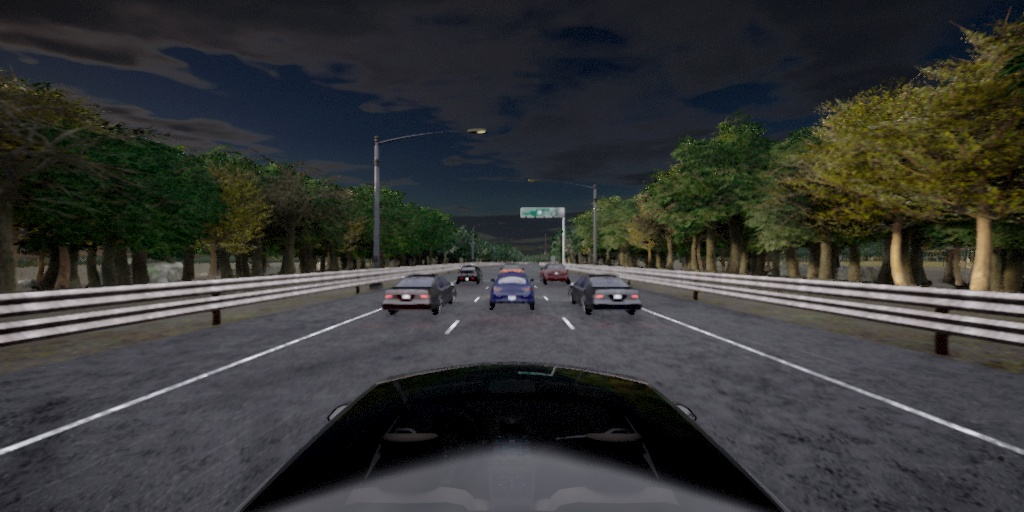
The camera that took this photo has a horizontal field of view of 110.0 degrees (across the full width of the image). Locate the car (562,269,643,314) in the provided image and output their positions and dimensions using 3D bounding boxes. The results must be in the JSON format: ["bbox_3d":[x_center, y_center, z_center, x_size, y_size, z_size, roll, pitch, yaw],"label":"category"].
[{"bbox_3d":[3.505,1.428,14.378,2.033,1.411,5.357,0,-1,0],"label":"car"}]

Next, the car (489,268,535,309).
[{"bbox_3d":[0.020,1.420,15.753,1.812,1.442,4.674,0,0,0],"label":"car"}]

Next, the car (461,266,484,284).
[{"bbox_3d":[-3.488,1.560,30.347,1.837,1.490,4.892,0,0,0],"label":"car"}]

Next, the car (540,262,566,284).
[{"bbox_3d":[3.512,1.403,30.273,2.097,1.767,4.553,0,-1,0],"label":"car"}]

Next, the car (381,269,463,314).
[{"bbox_3d":[-3.495,1.428,14.381,2.033,1.411,5.357,0,-1,0],"label":"car"}]

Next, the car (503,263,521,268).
[{"bbox_3d":[0.012,1.403,30.272,2.097,1.767,4.553,0,-1,0],"label":"car"}]
